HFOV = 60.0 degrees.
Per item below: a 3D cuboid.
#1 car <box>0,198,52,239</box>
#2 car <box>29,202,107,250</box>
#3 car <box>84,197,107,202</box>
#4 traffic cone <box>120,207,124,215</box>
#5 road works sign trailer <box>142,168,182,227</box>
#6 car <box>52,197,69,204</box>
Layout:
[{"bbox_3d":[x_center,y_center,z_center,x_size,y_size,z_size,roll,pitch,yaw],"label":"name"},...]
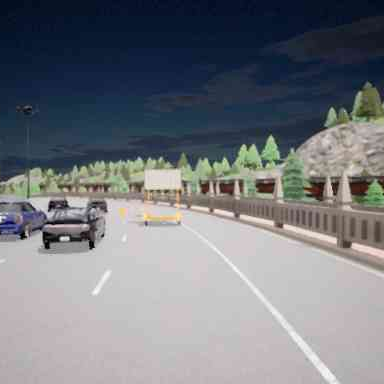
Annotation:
[{"bbox_3d":[-8.730,1.227,16.429,2.097,1.767,4.553,0,1,-10],"label":"car"},{"bbox_3d":[-4.728,1.376,13.850,2.128,1.511,4.902,0,1,-8],"label":"car"},{"bbox_3d":[-9.214,1.240,31.967,1.837,1.490,4.892,0,0,-19],"label":"car"},{"bbox_3d":[-5.446,1.719,27.054,0.340,0.580,0.340,0,1,-15],"label":"traffic cone"},{"bbox_3d":[-1.812,0.270,21.022,2.380,3.560,2.880,0,1,0],"label":"road works sign trailer"},{"bbox_3d":[-14.066,1.210,35.014,1.882,1.535,5.008,0,1,-21],"label":"car"}]
